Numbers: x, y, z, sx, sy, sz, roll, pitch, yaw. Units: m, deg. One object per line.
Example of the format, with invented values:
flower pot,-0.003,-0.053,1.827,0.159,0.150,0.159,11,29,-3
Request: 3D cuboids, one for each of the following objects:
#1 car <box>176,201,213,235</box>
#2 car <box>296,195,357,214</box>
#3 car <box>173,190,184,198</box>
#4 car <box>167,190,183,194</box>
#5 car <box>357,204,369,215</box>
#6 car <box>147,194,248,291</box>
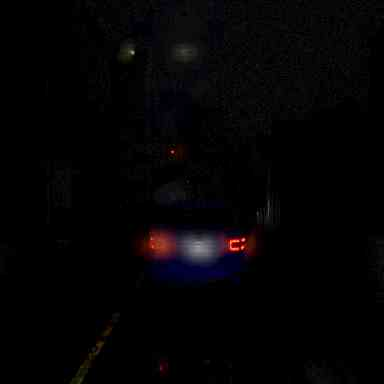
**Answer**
car,0.119,1.390,19.125,1.837,1.490,4.892,0,1,-1
car,12.820,1.183,32.409,5.009,1.841,2.192,1,0,0
car,-2.578,0.353,64.872,1.895,1.301,4.718,0,2,1
car,-2.712,0.834,45.161,2.128,1.511,4.902,0,2,-1
car,18.218,1.527,32.402,4.206,1.307,1.802,1,0,0
car,0.111,1.196,9.099,2.150,2.045,5.566,0,0,0
